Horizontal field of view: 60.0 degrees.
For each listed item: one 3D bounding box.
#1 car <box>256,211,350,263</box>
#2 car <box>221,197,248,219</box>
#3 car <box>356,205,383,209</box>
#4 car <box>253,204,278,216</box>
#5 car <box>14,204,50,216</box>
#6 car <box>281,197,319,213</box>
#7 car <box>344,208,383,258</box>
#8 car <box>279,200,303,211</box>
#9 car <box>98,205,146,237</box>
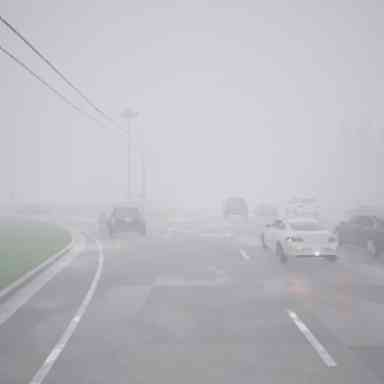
[{"bbox_3d":[3.834,1.640,12.404,1.812,1.442,4.674,0,-1,1],"label":"car"},{"bbox_3d":[4.170,1.552,32.942,2.150,2.045,5.566,0,-1,1],"label":"car"},{"bbox_3d":[14.582,1.772,27.449,2.033,1.411,5.357,0,-1,1],"label":"car"},{"bbox_3d":[7.707,1.900,35.087,1.994,1.385,4.181,0,-1,1],"label":"car"},{"bbox_3d":[-18.575,2.043,38.622,5.357,1.411,2.033,-1,-1,38],"label":"car"},{"bbox_3d":[11.189,1.531,34.127,2.150,2.045,5.566,0,-1,1],"label":"car"},{"bbox_3d":[7.350,1.613,13.307,1.837,1.490,4.892,0,-1,1],"label":"car"},{"bbox_3d":[14.961,1.956,50.545,2.128,1.511,4.902,0,-1,1],"label":"car"},{"bbox_3d":[-4.294,1.584,19.938,2.097,1.767,4.553,0,-1,-23],"label":"car"}]
